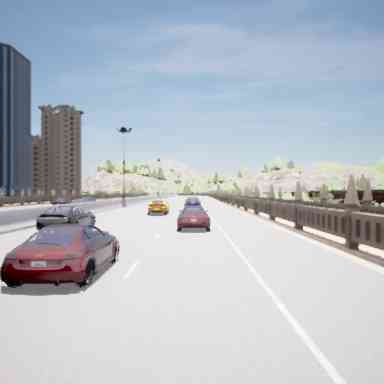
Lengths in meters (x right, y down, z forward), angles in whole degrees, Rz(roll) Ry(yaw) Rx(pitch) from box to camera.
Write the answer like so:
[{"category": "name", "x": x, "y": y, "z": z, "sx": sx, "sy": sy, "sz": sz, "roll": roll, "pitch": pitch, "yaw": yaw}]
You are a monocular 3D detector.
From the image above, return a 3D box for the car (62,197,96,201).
[{"category": "car", "x": -14.084, "y": 1.549, "z": 41.945, "sx": 2.033, "sy": 1.411, "sz": 5.357, "roll": 0, "pitch": 0, "yaw": 0}]

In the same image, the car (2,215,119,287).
[{"category": "car", "x": -3.400, "y": 1.564, "z": 9.381, "sx": 1.994, "sy": 1.385, "sz": 4.181, "roll": 0, "pitch": 0, "yaw": 0}]

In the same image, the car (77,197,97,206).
[{"category": "car", "x": -17.538, "y": 1.528, "z": 55.861, "sx": 1.812, "sy": 1.442, "sz": 4.674, "roll": 0, "pitch": 0, "yaw": 1}]

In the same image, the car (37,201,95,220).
[{"category": "car", "x": -6.899, "y": 1.492, "z": 18.605, "sx": 2.128, "sy": 1.511, "sz": 4.902, "roll": 0, "pitch": 0, "yaw": 0}]

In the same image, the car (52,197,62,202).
[{"category": "car", "x": -21.048, "y": 1.565, "z": 53.910, "sx": 1.994, "sy": 1.385, "sz": 4.181, "roll": 0, "pitch": 0, "yaw": 1}]

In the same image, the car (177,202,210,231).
[{"category": "car", "x": 0.100, "y": 1.565, "z": 20.833, "sx": 1.994, "sy": 1.385, "sz": 4.181, "roll": 0, "pitch": 0, "yaw": 0}]

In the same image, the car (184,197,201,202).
[{"category": "car", "x": 0.100, "y": 1.354, "z": 42.019, "sx": 2.097, "sy": 1.767, "sz": 4.553, "roll": 0, "pitch": 0, "yaw": 0}]

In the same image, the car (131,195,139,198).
[{"category": "car", "x": -13.935, "y": 1.494, "z": 81.572, "sx": 1.837, "sy": 1.490, "sz": 4.892, "roll": 0, "pitch": 0, "yaw": 1}]

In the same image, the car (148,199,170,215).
[{"category": "car", "x": -3.400, "y": 1.479, "z": 34.471, "sx": 1.882, "sy": 1.535, "sz": 5.008, "roll": 0, "pitch": 0, "yaw": 0}]
